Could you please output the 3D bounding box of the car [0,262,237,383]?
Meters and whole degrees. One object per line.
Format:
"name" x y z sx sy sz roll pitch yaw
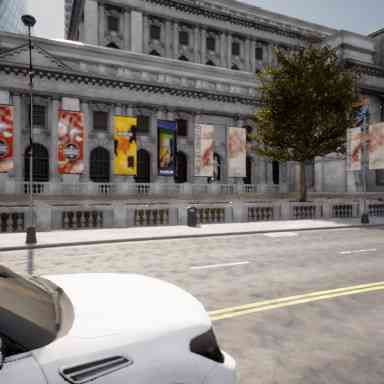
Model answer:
"car" -2.284 1.221 2.008 5.566 2.045 2.150 0 0 -35
